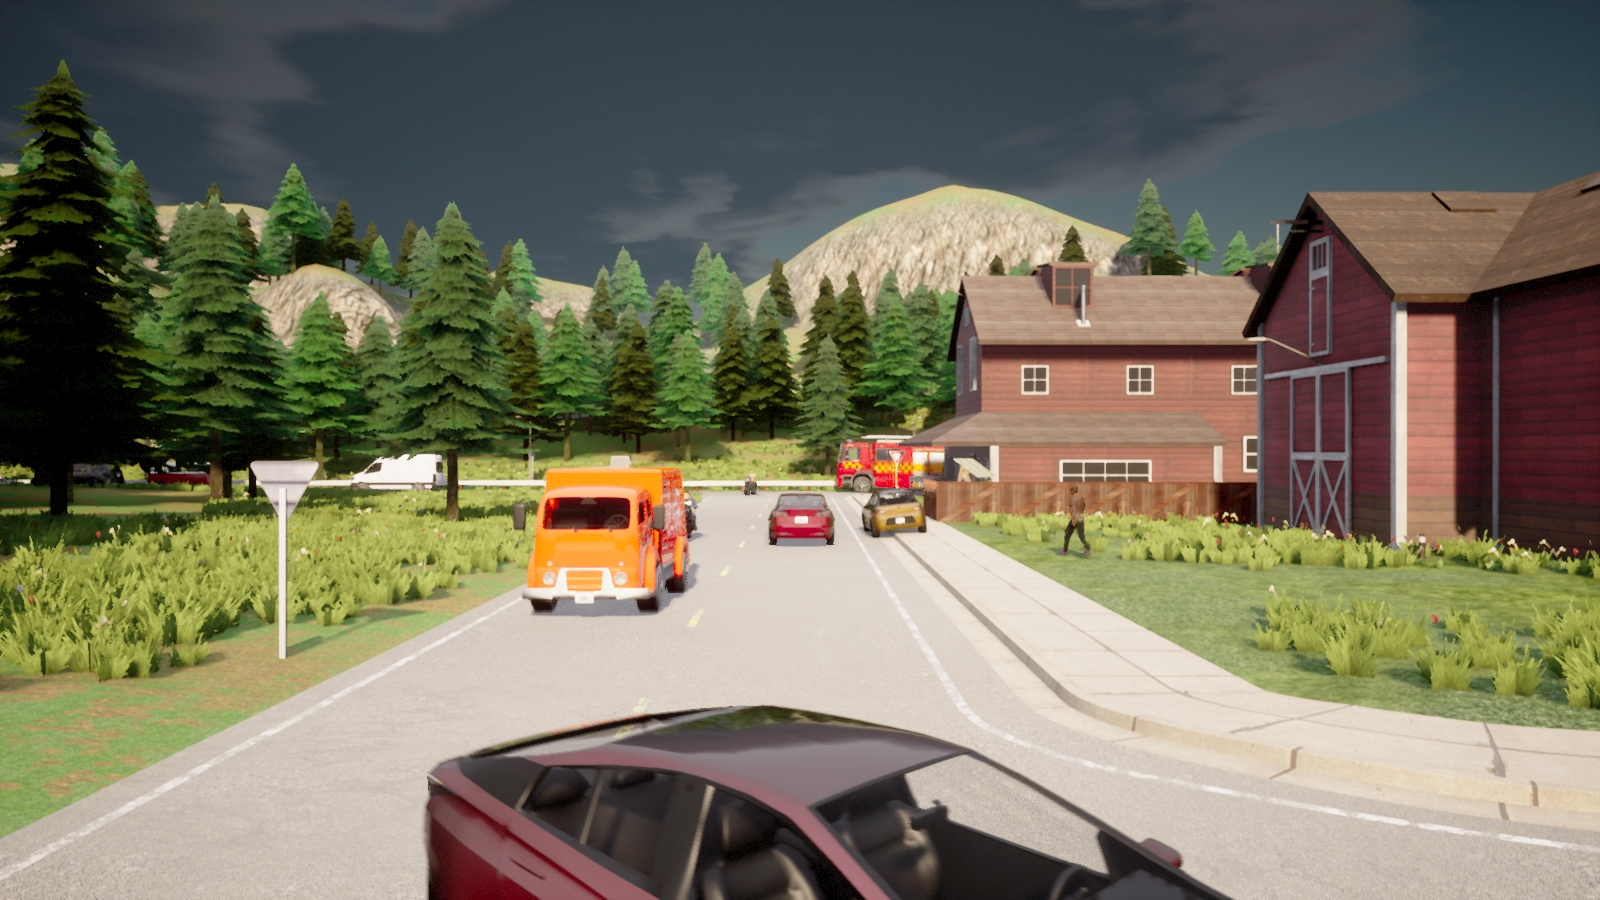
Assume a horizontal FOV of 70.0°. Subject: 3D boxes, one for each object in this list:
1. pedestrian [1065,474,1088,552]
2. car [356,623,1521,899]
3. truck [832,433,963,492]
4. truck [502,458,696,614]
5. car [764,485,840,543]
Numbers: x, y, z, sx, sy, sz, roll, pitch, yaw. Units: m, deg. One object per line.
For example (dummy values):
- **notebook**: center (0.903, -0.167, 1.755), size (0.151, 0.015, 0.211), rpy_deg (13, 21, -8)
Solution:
- **pedestrian**: center (6.717, 1.530, 27.751), size (0.375, 1.860, 0.375), rpy_deg (0, 0, -29)
- **car**: center (0.168, 1.850, 4.778), size (4.514, 1.525, 2.007), rpy_deg (0, 1, 43)
- **truck**: center (6.411, 0.833, 76.231), size (8.468, 3.827, 2.891), rpy_deg (0, 0, 0)
- **truck**: center (-3.469, 1.409, 20.982), size (2.627, 2.467, 5.204), rpy_deg (0, 0, 0)
- **car**: center (0.050, 1.897, 34.965), size (2.163, 1.488, 4.792), rpy_deg (0, 0, 0)
